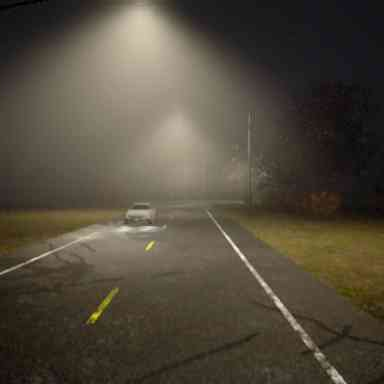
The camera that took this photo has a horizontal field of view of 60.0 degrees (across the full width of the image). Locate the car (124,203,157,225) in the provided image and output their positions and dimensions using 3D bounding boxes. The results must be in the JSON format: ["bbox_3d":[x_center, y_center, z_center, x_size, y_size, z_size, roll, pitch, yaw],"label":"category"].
[{"bbox_3d":[-3.598,1.510,23.863,1.812,1.442,4.674,0,0,0],"label":"car"}]
